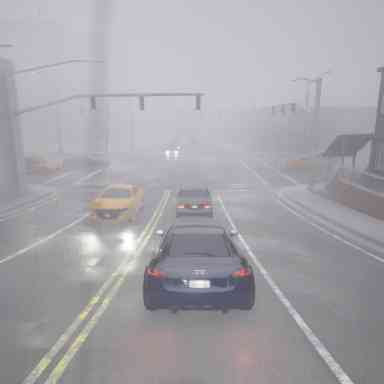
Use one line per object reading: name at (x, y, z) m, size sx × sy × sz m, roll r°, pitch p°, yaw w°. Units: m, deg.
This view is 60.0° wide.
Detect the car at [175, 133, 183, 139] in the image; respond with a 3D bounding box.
car at (-3.382, -14.792, 87.997) m, size 1.812 × 1.442 × 4.674 m, roll 0°, pitch 12°, yaw 0°

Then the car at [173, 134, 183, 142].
car at (-3.408, -10.489, 68.407) m, size 2.128 × 1.511 × 4.902 m, roll 0°, pitch 12°, yaw 0°

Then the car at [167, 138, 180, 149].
car at (-3.494, -8.294, 58.760) m, size 1.895 × 1.301 × 4.718 m, roll 0°, pitch 12°, yaw -2°

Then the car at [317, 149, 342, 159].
car at (16.174, -4.551, 41.337) m, size 4.674 × 1.442 × 1.812 m, roll 0°, pitch 12°, yaw 0°

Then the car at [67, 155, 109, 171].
car at (-11.056, -3.100, 34.759) m, size 4.674 × 1.442 × 1.812 m, roll -1°, pitch 13°, yaw -6°

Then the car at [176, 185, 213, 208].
car at (0.116, 0.361, 17.268) m, size 2.033 × 1.411 × 5.357 m, roll 0°, pitch 8°, yaw 0°

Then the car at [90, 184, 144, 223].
car at (-3.562, 0.405, 16.471) m, size 1.882 × 1.535 × 5.008 m, roll 0°, pitch 7°, yaw 0°

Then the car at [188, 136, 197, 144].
car at (0.118, -11.389, 72.386) m, size 1.837 × 1.490 × 4.892 m, roll 0°, pitch 12°, yaw 0°

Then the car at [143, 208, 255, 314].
car at (0.113, 1.346, 7.385) m, size 1.994 × 1.385 × 4.181 m, roll 0°, pitch 3°, yaw 0°

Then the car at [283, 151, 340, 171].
car at (11.996, -3.055, 34.302) m, size 5.008 × 1.535 × 1.882 m, roll 0°, pitch 12°, yaw 0°

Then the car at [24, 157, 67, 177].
car at (-14.643, -2.444, 30.965) m, size 4.553 × 1.767 × 2.097 m, roll 0°, pitch 12°, yaw 0°
